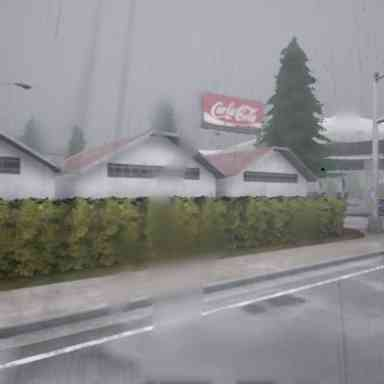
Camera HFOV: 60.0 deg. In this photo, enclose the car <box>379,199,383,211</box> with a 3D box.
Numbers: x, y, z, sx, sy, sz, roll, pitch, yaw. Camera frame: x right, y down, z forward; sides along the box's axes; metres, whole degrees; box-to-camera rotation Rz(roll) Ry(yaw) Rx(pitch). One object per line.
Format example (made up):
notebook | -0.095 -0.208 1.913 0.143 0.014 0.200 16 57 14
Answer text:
car | 24.795 1.690 42.104 4.611 1.667 2.242 0 0 -36
